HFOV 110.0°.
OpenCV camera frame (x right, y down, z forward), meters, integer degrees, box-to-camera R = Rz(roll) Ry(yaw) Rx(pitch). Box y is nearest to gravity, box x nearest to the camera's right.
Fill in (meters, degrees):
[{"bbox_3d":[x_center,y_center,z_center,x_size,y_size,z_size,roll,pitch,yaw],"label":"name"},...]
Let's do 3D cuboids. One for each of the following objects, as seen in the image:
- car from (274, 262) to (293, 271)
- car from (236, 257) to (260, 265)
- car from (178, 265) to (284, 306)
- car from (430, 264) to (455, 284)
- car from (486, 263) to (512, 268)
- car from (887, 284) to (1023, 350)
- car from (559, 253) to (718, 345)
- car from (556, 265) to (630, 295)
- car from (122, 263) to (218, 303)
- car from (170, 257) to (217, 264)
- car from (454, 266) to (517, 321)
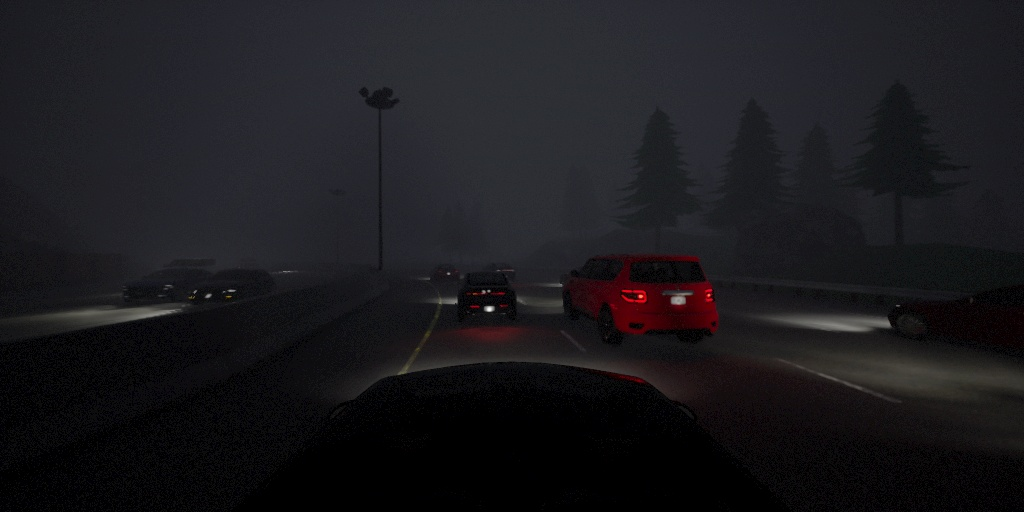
[{"bbox_3d":[-33.571,1.524,52.329,4.181,1.385,1.994,0,0,45],"label":"car"},{"bbox_3d":[-38.571,1.221,52.327,5.566,2.045,2.150,0,0,45],"label":"car"},{"bbox_3d":[-12.553,1.332,16.471,1.837,1.490,4.892,0,0,-14],"label":"car"},{"bbox_3d":[-5.673,1.358,30.012,1.994,1.385,4.181,0,0,-21],"label":"car"},{"bbox_3d":[-1.201,1.259,27.973,2.128,1.511,4.902,0,0,-19],"label":"car"},{"bbox_3d":[10.159,1.221,6.759,1.812,1.442,4.674,0,0,-4],"label":"car"},{"bbox_3d":[2.971,0.958,9.626,2.150,2.045,5.566,0,0,-6],"label":"car"},{"bbox_3d":[4.532,1.280,21.117,2.033,1.411,5.357,0,0,-14],"label":"car"},{"bbox_3d":[-16.433,1.326,17.634,1.882,1.535,5.008,0,0,-15],"label":"car"},{"bbox_3d":[-22.837,1.109,25.543,2.150,2.045,5.566,0,0,-24],"label":"car"},{"bbox_3d":[-0.993,1.265,12.666,1.837,1.490,4.892,0,0,-8],"label":"car"}]
